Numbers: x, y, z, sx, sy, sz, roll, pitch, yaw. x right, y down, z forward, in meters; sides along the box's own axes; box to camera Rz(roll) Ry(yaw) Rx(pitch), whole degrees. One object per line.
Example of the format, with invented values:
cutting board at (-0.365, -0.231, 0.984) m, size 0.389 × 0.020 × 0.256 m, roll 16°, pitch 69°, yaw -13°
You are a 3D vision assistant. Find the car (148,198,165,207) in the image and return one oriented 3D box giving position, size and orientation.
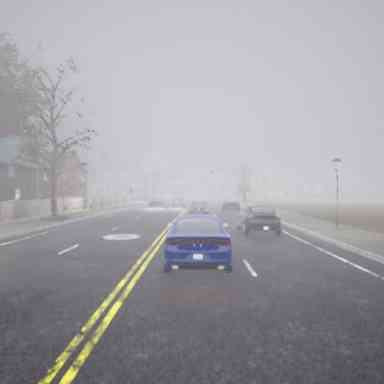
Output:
car at (-5.193, 1.513, 48.984) m, size 1.895 × 1.301 × 4.718 m, roll 0°, pitch 0°, yaw 4°

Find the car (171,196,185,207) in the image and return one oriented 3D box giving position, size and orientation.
car at (-1.943, 1.402, 48.868) m, size 2.128 × 1.511 × 4.902 m, roll 0°, pitch 0°, yaw 4°

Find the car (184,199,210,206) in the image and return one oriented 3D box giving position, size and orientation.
car at (0.637, 1.484, 30.017) m, size 2.033 × 1.411 × 5.357 m, roll 0°, pitch 0°, yaw 2°

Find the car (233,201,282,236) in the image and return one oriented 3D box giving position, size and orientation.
car at (3.570, 1.462, 18.226) m, size 1.837 × 1.490 × 4.892 m, roll 0°, pitch 0°, yaw 1°

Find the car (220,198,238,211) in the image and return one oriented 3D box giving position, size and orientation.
car at (4.131, 1.401, 36.260) m, size 1.882 × 1.535 × 5.008 m, roll 0°, pitch 0°, yaw 2°

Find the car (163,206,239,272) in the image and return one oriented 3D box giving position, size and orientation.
car at (0.187, 1.451, 10.757) m, size 1.882 × 1.535 × 5.008 m, roll 0°, pitch 0°, yaw 1°
